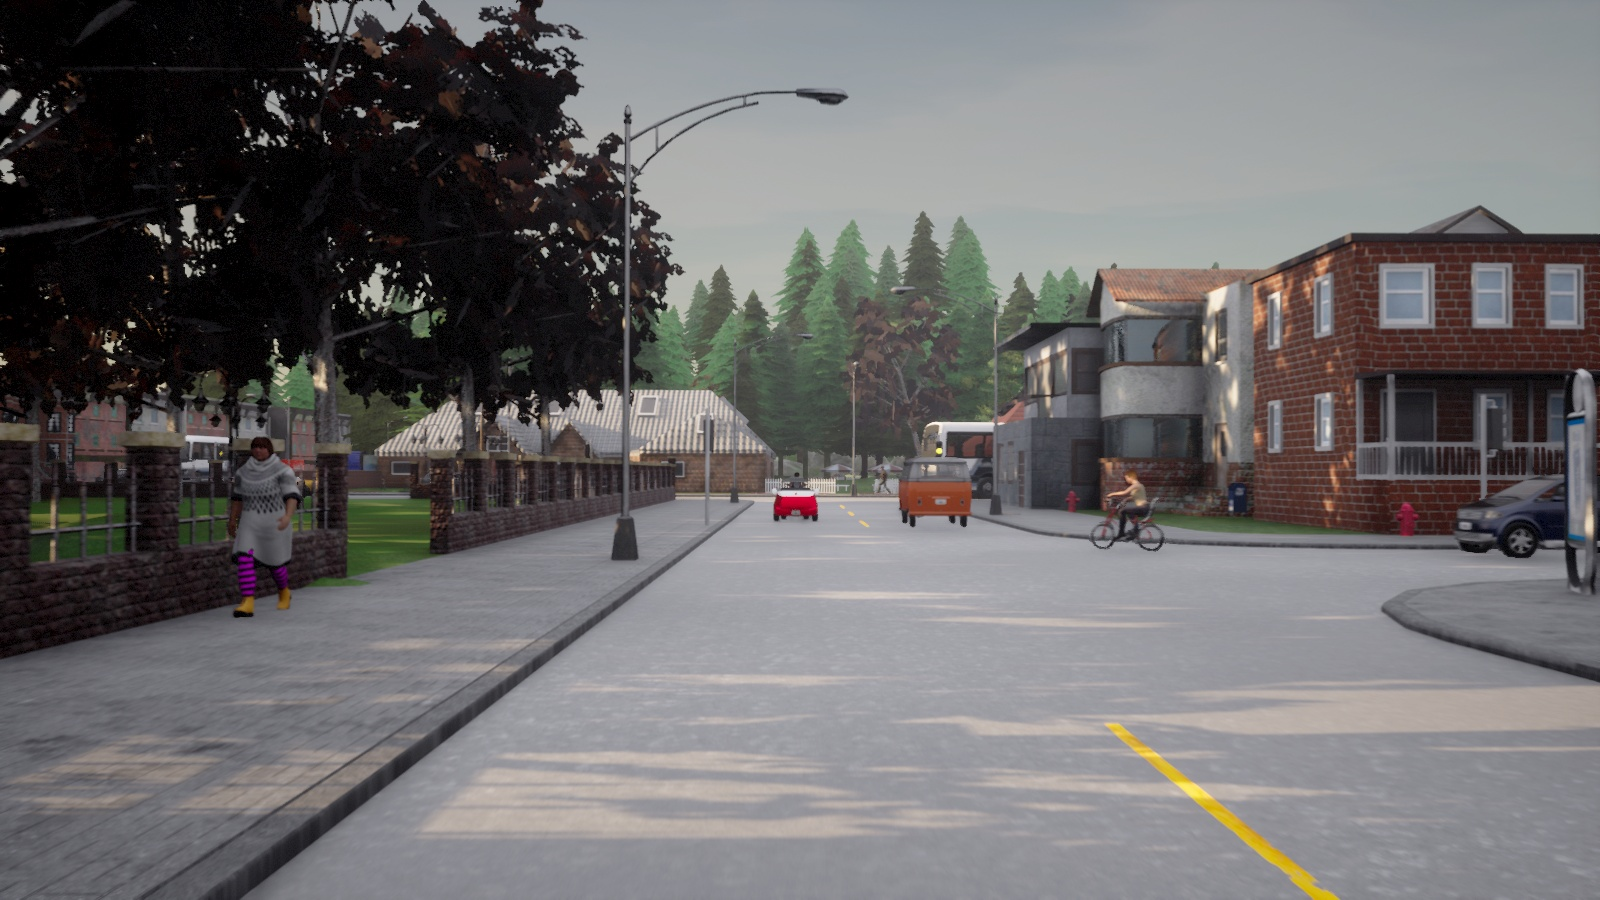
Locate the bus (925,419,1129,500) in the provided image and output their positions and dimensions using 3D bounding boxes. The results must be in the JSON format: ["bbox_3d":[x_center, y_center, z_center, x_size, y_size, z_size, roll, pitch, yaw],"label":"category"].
[{"bbox_3d":[12.469,0.550,69.412,10.273,4.253,3.944,0,-2,-12],"label":"bus"}]

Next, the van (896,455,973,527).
[{"bbox_3d":[3.904,1.171,37.014,1.775,1.987,4.442,0,-1,0],"label":"van"}]

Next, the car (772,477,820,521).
[{"bbox_3d":[-0.134,1.540,39.996,1.481,1.376,2.207,0,-1,-1],"label":"car"}]

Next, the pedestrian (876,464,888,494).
[{"bbox_3d":[5.123,1.804,78.248,0.703,1.840,0.431,0,-1,-2],"label":"pedestrian"}]

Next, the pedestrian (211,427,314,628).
[{"bbox_3d":[-5.389,0.757,12.637,0.659,1.952,0.873,0,-1,0],"label":"pedestrian"}]

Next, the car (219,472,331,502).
[{"bbox_3d":[-28.837,2.025,69.065,5.366,1.575,1.801,0,-1,-2],"label":"car"}]

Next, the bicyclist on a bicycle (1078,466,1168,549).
[{"bbox_3d":[6.425,1.144,24.993,1.509,1.612,0.866,-1,-4,34],"label":"bicyclist on a bicycle"}]

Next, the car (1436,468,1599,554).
[{"bbox_3d":[14.426,1.134,23.922,3.705,1.549,1.789,0,-1,0],"label":"car"}]
